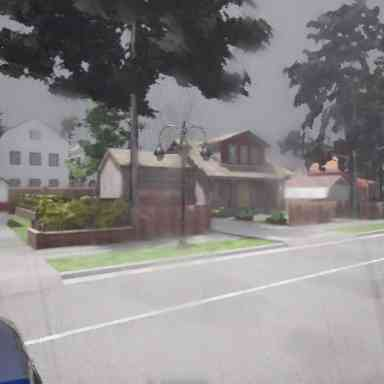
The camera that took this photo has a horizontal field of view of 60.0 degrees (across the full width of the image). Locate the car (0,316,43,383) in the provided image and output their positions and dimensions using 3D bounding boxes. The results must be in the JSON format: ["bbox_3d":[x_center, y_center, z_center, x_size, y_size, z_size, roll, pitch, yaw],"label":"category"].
[{"bbox_3d":[-3.545,1.543,1.468,5.357,1.411,2.033,0,0,-36],"label":"car"}]
